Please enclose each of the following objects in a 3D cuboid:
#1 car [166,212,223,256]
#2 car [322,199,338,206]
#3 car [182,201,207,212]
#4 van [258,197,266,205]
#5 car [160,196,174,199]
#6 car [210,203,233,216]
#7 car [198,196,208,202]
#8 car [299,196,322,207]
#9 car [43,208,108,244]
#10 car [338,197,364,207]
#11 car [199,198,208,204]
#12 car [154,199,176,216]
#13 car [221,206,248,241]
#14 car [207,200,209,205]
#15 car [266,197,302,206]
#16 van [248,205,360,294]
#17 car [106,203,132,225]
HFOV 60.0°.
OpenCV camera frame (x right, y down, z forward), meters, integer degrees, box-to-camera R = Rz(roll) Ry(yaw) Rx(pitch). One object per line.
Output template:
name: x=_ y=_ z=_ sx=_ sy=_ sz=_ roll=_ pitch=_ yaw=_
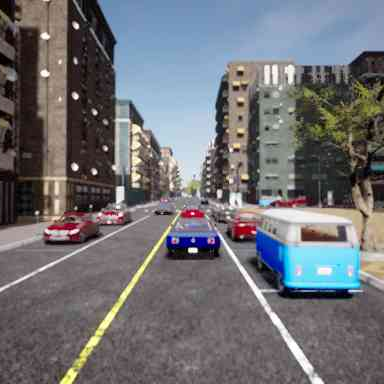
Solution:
car: x=0.062 y=1.693 z=13.452 sx=1.895 sy=1.301 sz=4.718 roll=0 pitch=0 yaw=0
car: x=24.812 y=1.803 z=58.086 sx=4.507 sy=1.381 sz=1.887 roll=0 pitch=-1 yaw=0
car: x=0.064 y=1.767 z=29.664 sx=1.994 sy=1.385 sz=4.181 roll=0 pitch=0 yaw=0
van: x=13.755 y=1.684 z=58.166 sx=3.998 sy=1.788 sz=1.690 roll=0 pitch=-1 yaw=0
car: x=-5.686 y=1.807 z=71.383 sx=2.192 sy=1.841 sz=5.009 roll=1 pitch=0 yaw=0
car: x=2.827 y=1.740 z=27.581 sx=2.008 sy=1.369 sz=4.403 roll=1 pitch=0 yaw=0
car: x=2.690 y=2.058 z=71.343 sx=1.947 sy=1.339 sz=4.313 roll=1 pitch=0 yaw=0
car: x=19.283 y=1.616 z=58.128 sx=5.009 sy=1.841 sz=2.192 roll=0 pitch=-1 yaw=0
car: x=-5.761 y=1.694 z=16.440 sx=1.802 sy=1.307 sz=4.206 roll=1 pitch=0 yaw=0
car: x=24.750 y=1.519 z=49.709 sx=4.097 sy=1.590 sz=1.967 roll=0 pitch=-1 yaw=0
car: x=2.690 y=2.113 z=76.913 sx=1.802 sy=1.307 sz=4.206 roll=1 pitch=0 yaw=0
car: x=-3.051 y=1.800 z=36.912 sx=2.033 sy=1.411 sz=5.357 roll=0 pitch=0 yaw=1
car: x=2.782 y=1.662 z=17.151 sx=1.887 sy=1.381 sz=4.507 roll=1 pitch=0 yaw=0
car: x=2.826 y=1.778 z=33.151 sx=2.008 sy=1.369 sz=4.403 roll=1 pitch=0 yaw=0
car: x=13.696 y=1.746 z=49.784 sx=4.206 sy=1.307 sz=1.802 roll=0 pitch=-1 yaw=0
van: x=2.730 y=1.401 z=8.692 sx=1.690 sy=1.788 sz=3.998 roll=1 pitch=0 yaw=0
car: x=-5.811 y=1.613 z=25.345 sx=1.967 sy=1.590 sz=4.097 roll=1 pitch=0 yaw=0
